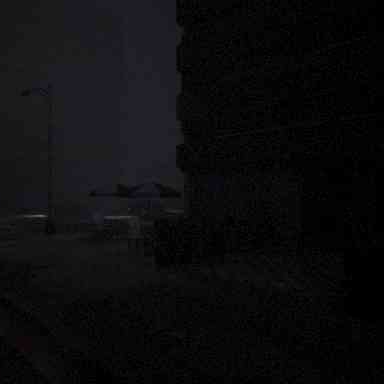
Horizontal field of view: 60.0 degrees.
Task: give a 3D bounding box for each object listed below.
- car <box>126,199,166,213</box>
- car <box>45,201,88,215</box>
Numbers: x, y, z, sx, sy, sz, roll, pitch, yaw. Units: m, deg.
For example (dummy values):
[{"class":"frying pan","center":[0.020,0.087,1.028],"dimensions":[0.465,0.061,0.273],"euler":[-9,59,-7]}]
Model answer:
[{"class":"car","center":[-5.053,1.559,37.305],"dimensions":[1.837,1.490,4.892],"euler":[0,0,44]},{"class":"car","center":[-12.981,1.619,34.495],"dimensions":[1.994,1.385,4.181],"euler":[0,0,45]}]
